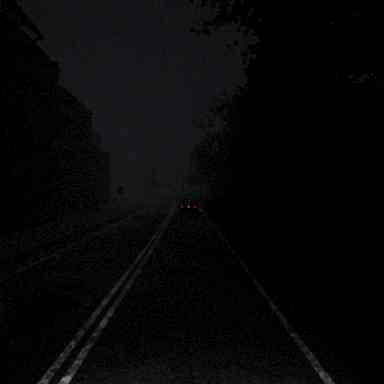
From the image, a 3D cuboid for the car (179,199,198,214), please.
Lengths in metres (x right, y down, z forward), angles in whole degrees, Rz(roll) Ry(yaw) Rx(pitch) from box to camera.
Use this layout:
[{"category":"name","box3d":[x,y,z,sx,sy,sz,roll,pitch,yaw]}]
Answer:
[{"category":"car","box3d":[-0.366,1.377,33.411,2.033,1.411,5.357,0,1,-1]}]
